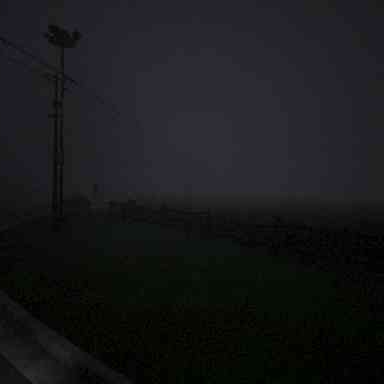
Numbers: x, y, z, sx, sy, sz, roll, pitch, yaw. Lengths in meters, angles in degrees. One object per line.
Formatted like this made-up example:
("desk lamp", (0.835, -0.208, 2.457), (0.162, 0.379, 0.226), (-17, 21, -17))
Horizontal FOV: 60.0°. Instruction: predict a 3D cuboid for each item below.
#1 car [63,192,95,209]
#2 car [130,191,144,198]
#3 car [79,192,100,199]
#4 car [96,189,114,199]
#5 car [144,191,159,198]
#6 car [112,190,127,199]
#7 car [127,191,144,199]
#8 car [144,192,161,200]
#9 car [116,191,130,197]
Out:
("car", (-12.459, 1.061, 35.720), (1.812, 1.442, 4.674), (1, 0, 8))
("car", (-13.078, 0.478, 79.506), (1.882, 1.535, 5.008), (1, 0, 9))
("car", (-21.554, 0.657, 70.246), (2.033, 1.411, 5.357), (1, 0, 9))
("car", (-18.017, 0.682, 70.230), (1.812, 1.442, 4.674), (1, 0, 9))
("car", (-9.619, 0.593, 78.986), (2.033, 1.411, 5.357), (1, 0, 9))
("car", (-14.571, 0.773, 69.617), (1.994, 1.385, 4.181), (1, 0, 9))
("car", (-11.171, 0.765, 68.683), (1.837, 1.490, 4.892), (1, 0, 9))
("car", (-7.711, 0.834, 68.163), (1.837, 1.490, 4.892), (1, 0, 9))
("car", (-16.540, 0.501, 80.027), (1.994, 1.385, 4.181), (1, 0, 9))
